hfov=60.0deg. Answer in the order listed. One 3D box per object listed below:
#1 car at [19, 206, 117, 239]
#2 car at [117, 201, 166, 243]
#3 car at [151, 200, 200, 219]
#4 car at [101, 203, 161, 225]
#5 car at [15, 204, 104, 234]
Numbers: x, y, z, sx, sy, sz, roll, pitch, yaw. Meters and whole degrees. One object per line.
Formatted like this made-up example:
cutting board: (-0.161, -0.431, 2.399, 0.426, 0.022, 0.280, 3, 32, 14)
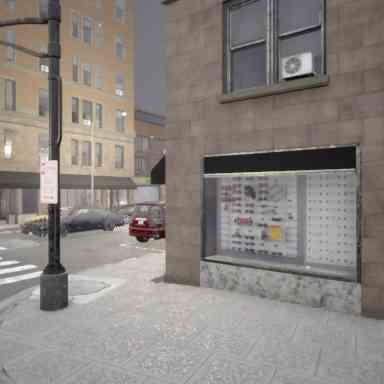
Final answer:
car: (-6.033, 1.542, 17.743, 2.033, 1.411, 5.357, 0, 0, 35)
car: (-0.691, 1.306, 15.322, 2.192, 1.841, 5.009, 0, 0, 35)
car: (-1.311, 1.496, 29.359, 1.752, 1.417, 4.829, 0, 0, 35)
car: (-4.444, 1.548, 24.857, 1.947, 1.339, 4.313, 0, 0, 35)
car: (-7.771, 1.519, 20.076, 1.752, 1.417, 4.829, 0, 0, 35)
